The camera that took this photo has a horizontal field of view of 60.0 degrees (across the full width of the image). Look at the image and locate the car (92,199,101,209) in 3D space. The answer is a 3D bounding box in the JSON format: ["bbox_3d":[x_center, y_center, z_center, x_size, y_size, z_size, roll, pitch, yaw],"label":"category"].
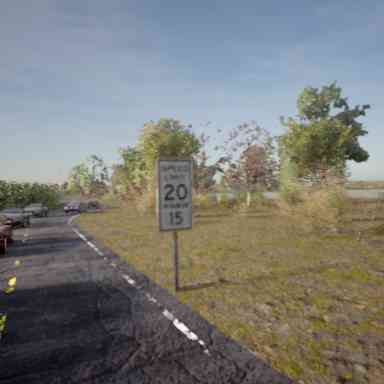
[{"bbox_3d":[-15.243,1.832,51.225,1.837,1.490,4.892,-1,0,-9],"label":"car"}]

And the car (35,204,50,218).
[{"bbox_3d":[-16.087,1.914,34.273,1.994,1.385,4.181,-1,0,-12],"label":"car"}]

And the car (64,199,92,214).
[{"bbox_3d":[-14.102,1.854,40.683,2.033,1.411,5.357,-1,0,-6],"label":"car"}]

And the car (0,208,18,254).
[{"bbox_3d":[-8.755,1.675,14.066,1.882,1.535,5.008,-1,0,-24],"label":"car"}]

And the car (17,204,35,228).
[{"bbox_3d":[-13.057,1.853,24.283,1.994,1.385,4.181,-1,0,-19],"label":"car"}]
